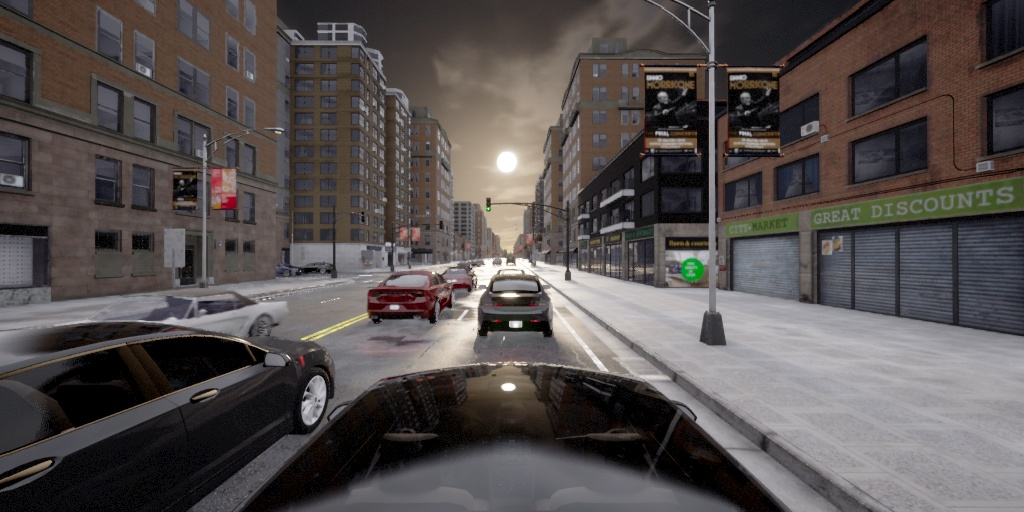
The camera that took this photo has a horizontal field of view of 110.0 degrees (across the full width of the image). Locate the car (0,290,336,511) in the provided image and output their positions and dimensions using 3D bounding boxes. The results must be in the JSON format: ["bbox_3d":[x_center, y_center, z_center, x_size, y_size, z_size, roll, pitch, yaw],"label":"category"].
[{"bbox_3d":[-3.153,1.255,2.617,1.837,1.490,4.892,0,0,0],"label":"car"}]

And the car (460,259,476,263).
[{"bbox_3d":[-6.749,1.316,51.422,2.033,1.411,5.357,0,0,0],"label":"car"}]

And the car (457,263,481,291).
[{"bbox_3d":[-3.211,1.317,21.708,1.994,1.385,4.181,0,0,-1],"label":"car"}]

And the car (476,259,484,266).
[{"bbox_3d":[-6.750,1.326,64.518,2.033,1.411,5.357,0,0,0],"label":"car"}]

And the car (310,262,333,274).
[{"bbox_3d":[-22.267,1.347,40.668,4.313,1.339,1.948,0,0,0],"label":"car"}]

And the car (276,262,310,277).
[{"bbox_3d":[-22.736,1.315,35.187,4.181,1.385,1.994,0,0,0],"label":"car"}]

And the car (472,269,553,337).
[{"bbox_3d":[0.074,1.256,10.342,1.837,1.490,4.892,0,0,0],"label":"car"}]

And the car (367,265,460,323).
[{"bbox_3d":[-3.182,1.229,12.168,1.882,1.535,5.008,0,0,0],"label":"car"}]

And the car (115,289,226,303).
[{"bbox_3d":[-6.616,1.351,6.845,1.895,1.301,4.718,0,0,0],"label":"car"}]
